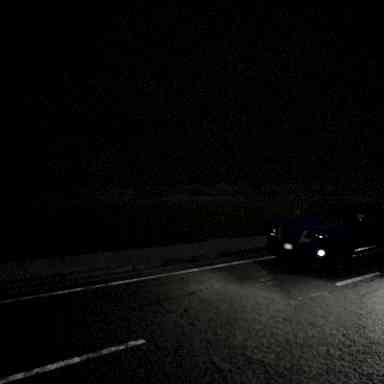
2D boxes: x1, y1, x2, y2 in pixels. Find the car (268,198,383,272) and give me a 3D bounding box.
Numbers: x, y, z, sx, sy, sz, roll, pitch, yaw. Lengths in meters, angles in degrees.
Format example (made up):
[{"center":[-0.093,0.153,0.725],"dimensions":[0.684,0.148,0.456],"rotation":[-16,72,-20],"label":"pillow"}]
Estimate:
[{"center":[5.043,1.229,11.262],"dimensions":[5.566,2.045,2.150],"rotation":[0,0,-35],"label":"car"}]
